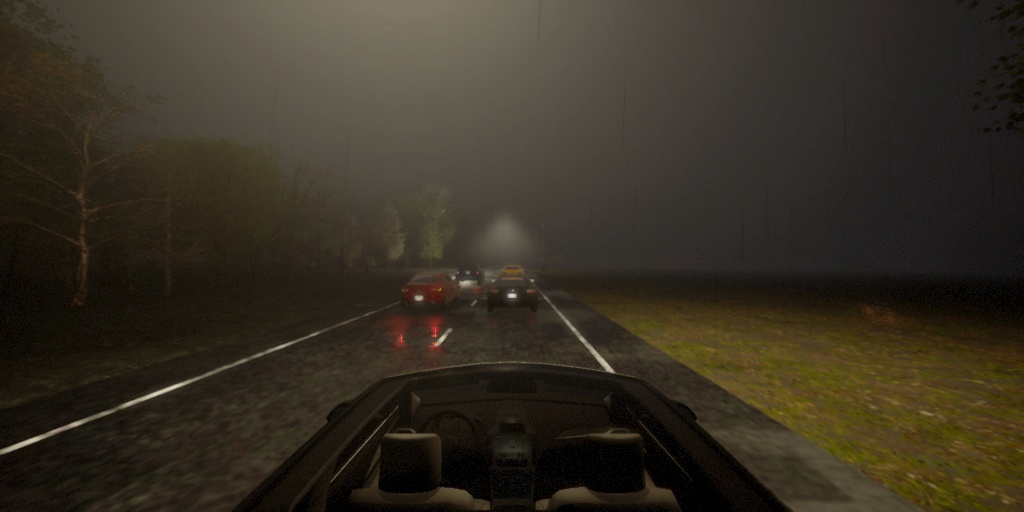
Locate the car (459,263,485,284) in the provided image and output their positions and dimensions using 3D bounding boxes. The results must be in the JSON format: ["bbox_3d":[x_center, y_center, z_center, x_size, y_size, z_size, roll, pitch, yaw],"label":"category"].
[{"bbox_3d":[-3.471,1.403,30.298,2.097,1.767,4.553,0,-1,0],"label":"car"}]

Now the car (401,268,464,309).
[{"bbox_3d":[-3.473,1.425,15.755,1.812,1.442,4.674,0,0,1],"label":"car"}]

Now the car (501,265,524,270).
[{"bbox_3d":[0.035,1.538,31.105,1.882,1.535,5.008,0,0,0],"label":"car"}]

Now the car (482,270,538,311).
[{"bbox_3d":[0.021,1.458,15.221,1.994,1.385,4.181,0,-1,0],"label":"car"}]
